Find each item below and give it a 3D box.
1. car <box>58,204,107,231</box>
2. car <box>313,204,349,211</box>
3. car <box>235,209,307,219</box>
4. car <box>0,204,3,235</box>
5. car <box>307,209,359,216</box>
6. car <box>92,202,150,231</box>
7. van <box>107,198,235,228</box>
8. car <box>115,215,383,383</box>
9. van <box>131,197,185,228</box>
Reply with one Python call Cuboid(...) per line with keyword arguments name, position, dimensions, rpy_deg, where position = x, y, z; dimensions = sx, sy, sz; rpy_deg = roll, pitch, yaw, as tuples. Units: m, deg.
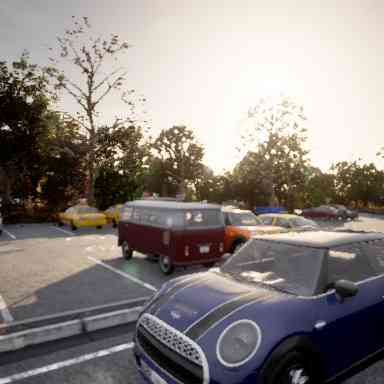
Cuboid(name="car", position=(-7.202, 1.534, 21.432), dimensions=(1.946, 1.575, 5.366), rpy_deg=(1, -1, -36))
Cuboid(name="car", position=(14.224, 2.296, 36.579), dimensions=(2.002, 1.452, 4.674), rpy_deg=(3, -2, -36))
Cuboid(name="car", position=(1.587, 1.442, 12.452), dimensions=(2.185, 1.767, 4.553), rpy_deg=(1, -1, -36))
Cuboid(name="car", position=(-11.715, 1.210, 17.922), dimensions=(2.435, 2.045, 5.566), rpy_deg=(0, 0, -36))
Cuboid(name="car", position=(4.080, 1.621, 13.979), dimensions=(1.946, 1.575, 5.366), rpy_deg=(1, -1, -36))
Cuboid(name="car", position=(-5.042, 1.580, 22.985), dimensions=(1.946, 1.575, 5.366), rpy_deg=(1, -1, -36))
Cuboid(name="van", position=(-0.926, 1.295, 10.749), dimensions=(1.878, 1.987, 4.442), rpy_deg=(1, -1, -36))
Cuboid(name="car", position=(1.491, 1.383, 4.743), dimensions=(4.553, 1.767, 2.097), rpy_deg=(1, 0, -35))
Cuboid(name="van", position=(-2.594, 1.411, 24.374), dimensions=(1.878, 1.987, 4.442), rpy_deg=(1, -1, -36))
